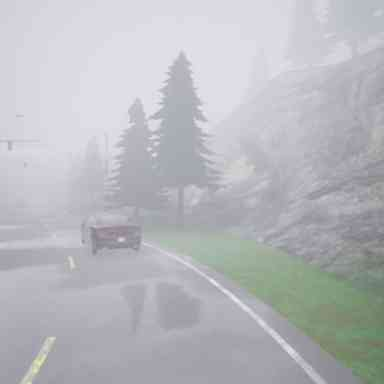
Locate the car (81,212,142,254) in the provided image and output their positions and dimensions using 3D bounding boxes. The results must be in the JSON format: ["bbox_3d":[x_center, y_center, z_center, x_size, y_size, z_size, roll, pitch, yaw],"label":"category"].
[{"bbox_3d":[-3.647,1.622,14.498,1.882,1.535,5.008,0,0,-25],"label":"car"}]

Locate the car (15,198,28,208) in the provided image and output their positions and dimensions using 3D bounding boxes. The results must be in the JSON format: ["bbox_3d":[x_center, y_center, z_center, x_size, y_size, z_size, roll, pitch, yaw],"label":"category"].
[{"bbox_3d":[-30.698,1.945,59.855,2.097,1.767,4.553,0,-1,-27],"label":"car"}]
